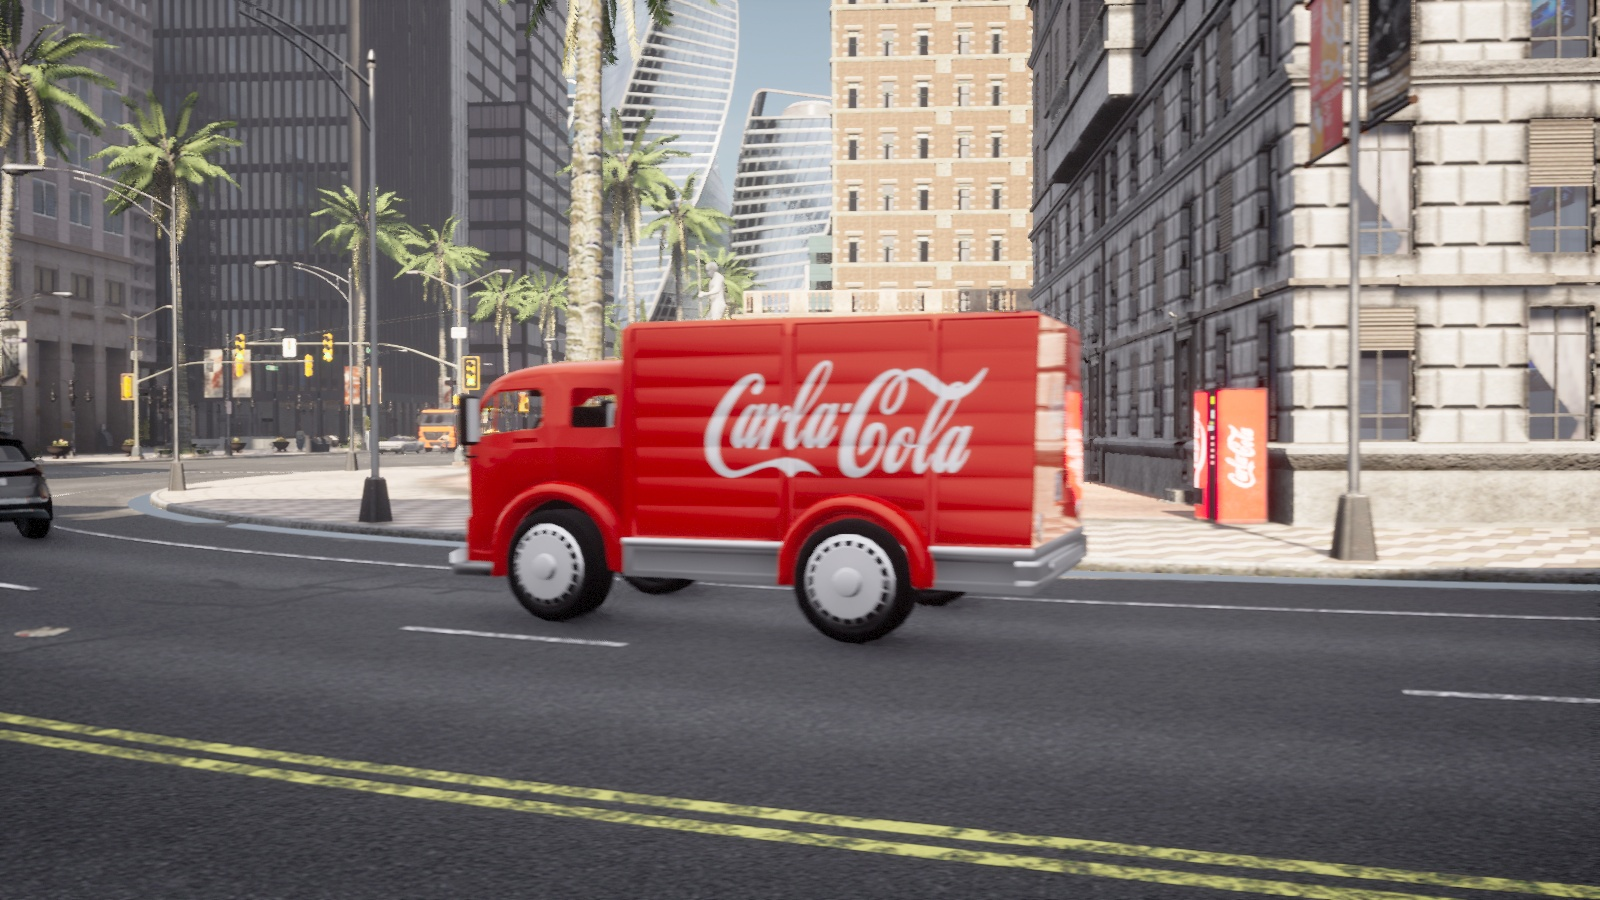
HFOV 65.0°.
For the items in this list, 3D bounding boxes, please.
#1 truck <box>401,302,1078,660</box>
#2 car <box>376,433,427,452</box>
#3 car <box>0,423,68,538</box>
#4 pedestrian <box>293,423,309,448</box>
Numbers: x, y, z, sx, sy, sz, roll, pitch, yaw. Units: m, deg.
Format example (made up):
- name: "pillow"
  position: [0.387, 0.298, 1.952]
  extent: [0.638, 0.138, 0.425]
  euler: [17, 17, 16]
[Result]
- name: "truck"
  position: [-0.452, 0.173, 10.829]
  extent: [5.204, 2.467, 2.627]
  euler: [1, 1, 21]
- name: "car"
  position: [-28.812, -0.578, 90.936]
  extent: [1.895, 1.301, 4.718]
  euler: [0, 1, 4]
- name: "car"
  position: [-13.267, 0.406, 19.478]
  extent: [4.856, 1.649, 2.033]
  euler: [1, 1, 44]
- name: "pedestrian"
  position: [-36.585, -1.070, 92.066]
  extent: [0.874, 1.855, 0.900]
  euler: [0, 1, -5]
